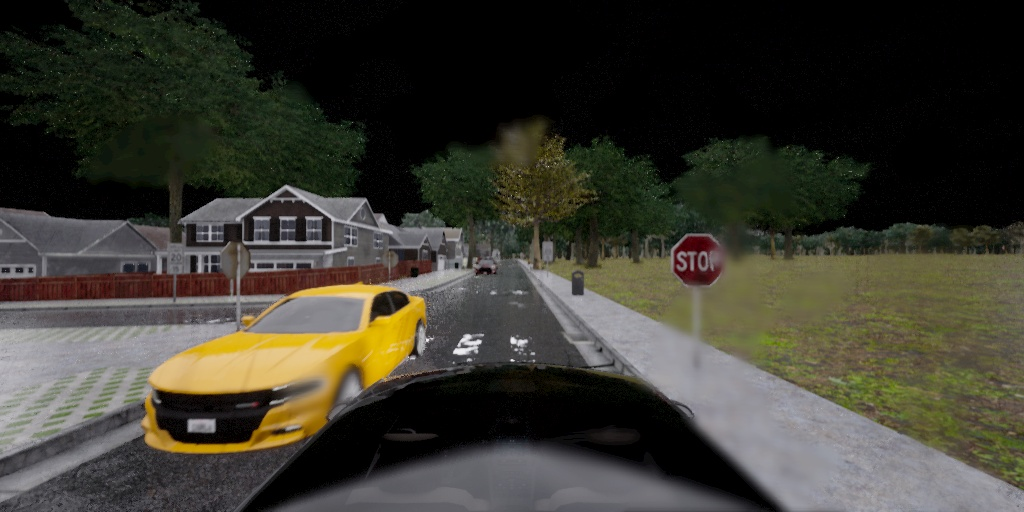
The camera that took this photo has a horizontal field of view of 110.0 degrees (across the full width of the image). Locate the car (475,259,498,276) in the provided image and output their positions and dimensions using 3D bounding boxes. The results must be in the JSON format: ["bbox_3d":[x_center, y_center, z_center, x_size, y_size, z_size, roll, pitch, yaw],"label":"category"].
[{"bbox_3d":[-2.591,1.058,36.907,2.097,1.767,4.553,0,0,0],"label":"car"}]

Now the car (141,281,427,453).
[{"bbox_3d":[-2.741,1.225,5.670,1.882,1.535,5.008,0,0,0],"label":"car"}]
